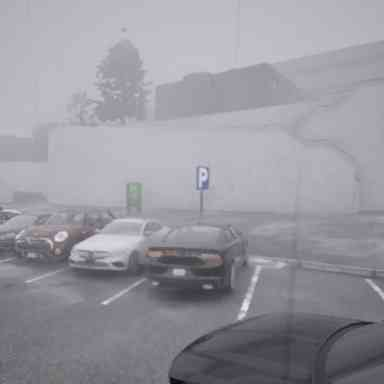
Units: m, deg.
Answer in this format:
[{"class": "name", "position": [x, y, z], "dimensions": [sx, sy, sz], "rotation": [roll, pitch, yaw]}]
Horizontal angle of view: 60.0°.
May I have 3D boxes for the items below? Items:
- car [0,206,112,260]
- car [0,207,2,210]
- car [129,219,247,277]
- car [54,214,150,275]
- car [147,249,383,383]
[{"class": "car", "position": [-4.474, 1.452, 12.718], "dimensions": [2.185, 1.767, 4.553], "rotation": [0, -1, 16]}, {"class": "car", "position": [-9.372, 1.638, 16.206], "dimensions": [2.163, 1.488, 4.792], "rotation": [0, -1, 16]}, {"class": "car", "position": [0.396, 1.531, 9.193], "dimensions": [2.097, 1.535, 5.008], "rotation": [-1, -1, 16]}, {"class": "car", "position": [-2.040, 1.596, 10.944], "dimensions": [2.002, 1.452, 4.674], "rotation": [0, -1, 16]}, {"class": "car", "position": [2.069, 1.472, 1.901], "dimensions": [5.008, 1.535, 1.882], "rotation": [-1, -1, 36]}]
